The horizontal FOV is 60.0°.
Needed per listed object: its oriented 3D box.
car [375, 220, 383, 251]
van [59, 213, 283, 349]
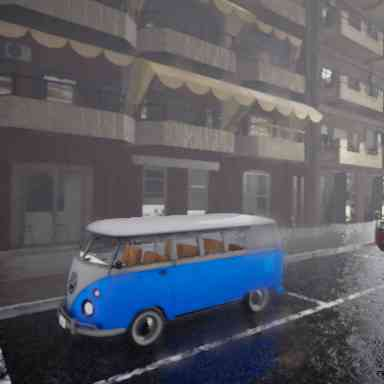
[{"bbox_3d":[8.872,1.263,12.396,5.009,1.841,2.192,0,2,-35],"label":"car"},{"bbox_3d":[-0.134,1.329,5.974,3.998,1.788,1.690,0,2,-35],"label":"van"}]
